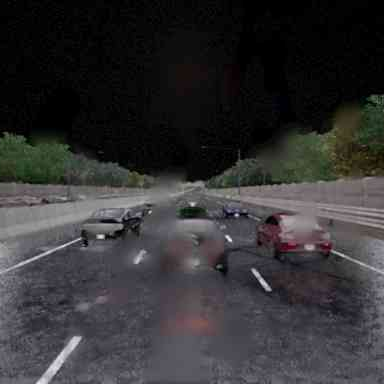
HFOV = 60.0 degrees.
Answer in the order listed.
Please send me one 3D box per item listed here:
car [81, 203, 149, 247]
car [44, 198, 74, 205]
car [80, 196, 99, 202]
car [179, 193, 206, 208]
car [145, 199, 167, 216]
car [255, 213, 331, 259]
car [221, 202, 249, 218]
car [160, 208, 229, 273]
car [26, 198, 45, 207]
[{"bbox_3d":[-3.418,1.450,14.881,2.128,1.511,4.902,0,0,0],"label":"car"},{"bbox_3d":[-17.595,1.491,44.838,1.895,1.301,4.718,0,0,0],"label":"car"},{"bbox_3d":[-14.092,1.394,46.019,1.837,1.490,4.892,0,0,0],"label":"car"},{"bbox_3d":[0.078,1.144,29.277,2.150,2.045,5.566,0,0,0],"label":"car"},{"bbox_3d":[-3.420,1.427,30.205,1.837,1.490,4.892,0,0,0],"label":"car"},{"bbox_3d":[3.573,1.491,12.362,1.812,1.442,4.674,0,0,0],"label":"car"},{"bbox_3d":[3.577,1.526,28.605,1.895,1.301,4.718,0,0,0],"label":"car"},{"bbox_3d":[0.067,1.477,10.571,1.837,1.490,4.892,0,0,0],"label":"car"},{"bbox_3d":[-21.086,1.452,45.836,1.994,1.385,4.181,0,0,0],"label":"car"}]
